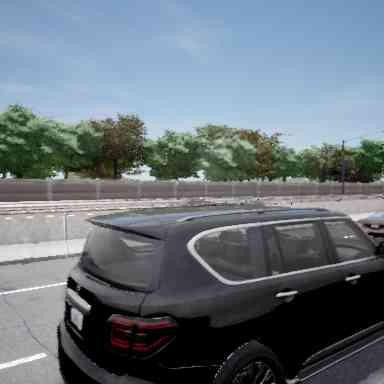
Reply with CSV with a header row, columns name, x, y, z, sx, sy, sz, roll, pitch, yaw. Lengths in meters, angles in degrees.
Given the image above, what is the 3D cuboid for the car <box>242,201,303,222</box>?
name,x,y,z,sx,sy,sz,roll,pitch,yaw
car,6.229,1.413,25.599,4.718,1.301,1.895,-1,0,-35

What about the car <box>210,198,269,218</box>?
name,x,y,z,sx,sy,sz,roll,pitch,yaw
car,4.112,1.306,28.390,4.902,1.511,2.128,-1,0,-35

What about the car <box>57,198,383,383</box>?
name,x,y,z,sx,sy,sz,roll,pitch,yaw
car,1.135,1.190,4.565,5.566,2.045,2.150,-1,1,-36

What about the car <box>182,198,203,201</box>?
name,x,y,z,sx,sy,sz,roll,pitch,yaw
car,-0.112,1.316,29.690,5.008,1.535,1.882,0,0,-35
